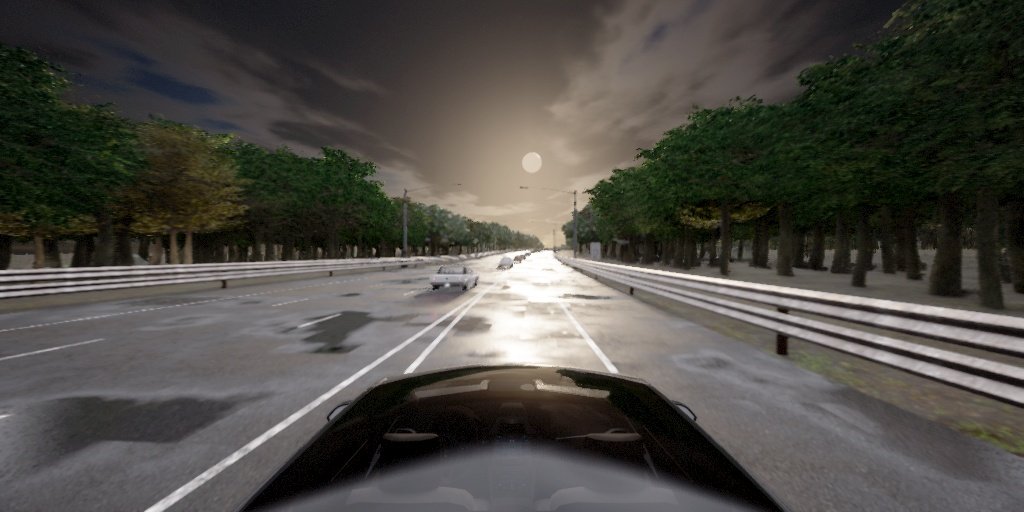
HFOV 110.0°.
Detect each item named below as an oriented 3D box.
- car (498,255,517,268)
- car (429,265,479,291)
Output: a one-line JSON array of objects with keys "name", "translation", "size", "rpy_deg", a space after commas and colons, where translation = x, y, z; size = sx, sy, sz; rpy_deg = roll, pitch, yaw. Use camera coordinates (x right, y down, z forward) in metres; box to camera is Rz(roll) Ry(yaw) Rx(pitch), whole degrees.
[{"name": "car", "translation": [-0.748, 0.878, 50.259], "size": [1.812, 1.442, 4.674], "rpy_deg": [0, 0, 5]}, {"name": "car", "translation": [-3.119, 1.185, 20.412], "size": [1.895, 1.301, 4.718], "rpy_deg": [0, 0, 5]}]
